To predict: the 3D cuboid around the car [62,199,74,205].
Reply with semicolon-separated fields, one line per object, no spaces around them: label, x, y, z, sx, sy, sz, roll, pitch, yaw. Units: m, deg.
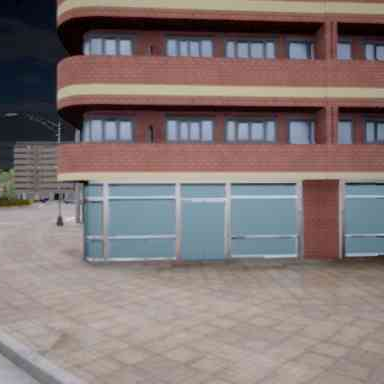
car;-31.179;2.449;83.970;1.994;1.385;4.181;0;-1;-4
